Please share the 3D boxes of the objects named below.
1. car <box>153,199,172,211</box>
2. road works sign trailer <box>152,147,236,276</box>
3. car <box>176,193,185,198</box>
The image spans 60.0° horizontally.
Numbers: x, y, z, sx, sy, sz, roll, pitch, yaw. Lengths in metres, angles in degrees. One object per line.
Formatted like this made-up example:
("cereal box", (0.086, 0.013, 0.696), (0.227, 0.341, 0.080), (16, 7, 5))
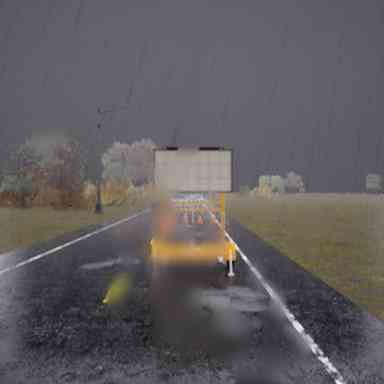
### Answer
("car", (-3.433, 1.465, 38.578), (1.895, 1.301, 4.718), (0, 0, 0))
("road works sign trailer", (0.031, 0.426, 10.235), (2.380, 3.560, 2.880), (0, 0, -1))
("car", (-2.831, 0.860, 79.902), (2.097, 1.767, 4.553), (0, 0, 1))
